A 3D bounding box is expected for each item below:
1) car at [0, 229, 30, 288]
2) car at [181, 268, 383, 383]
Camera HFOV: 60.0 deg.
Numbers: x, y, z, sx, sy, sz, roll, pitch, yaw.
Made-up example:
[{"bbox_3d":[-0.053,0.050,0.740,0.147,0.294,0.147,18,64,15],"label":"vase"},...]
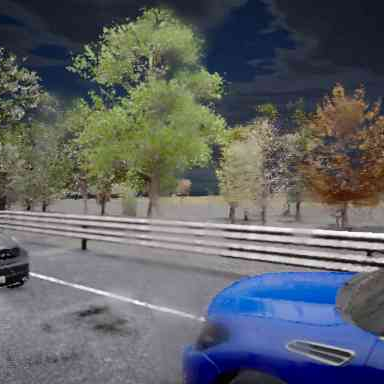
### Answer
[{"bbox_3d":[-5.852,1.544,8.121,4.892,1.490,1.837,0,0,36],"label":"car"},{"bbox_3d":[2.551,1.218,2.194,5.566,2.045,2.150,-1,0,36],"label":"car"}]
